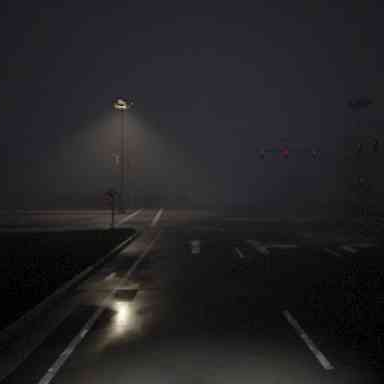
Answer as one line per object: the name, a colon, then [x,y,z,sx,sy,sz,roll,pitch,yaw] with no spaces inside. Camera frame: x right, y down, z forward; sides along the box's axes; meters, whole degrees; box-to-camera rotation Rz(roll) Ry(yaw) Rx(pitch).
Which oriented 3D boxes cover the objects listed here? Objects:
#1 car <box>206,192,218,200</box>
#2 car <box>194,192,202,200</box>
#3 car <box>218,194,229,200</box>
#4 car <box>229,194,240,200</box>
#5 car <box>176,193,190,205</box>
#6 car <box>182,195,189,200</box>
car: [5.280,1.388,93.534,2.097,1.767,4.553,0,0,0]
car: [1.778,1.510,93.161,1.882,1.535,5.008,0,0,0]
car: [8.783,1.390,94.320,2.097,1.767,4.553,0,0,0]
car: [12.280,1.511,93.536,1.882,1.535,5.008,0,0,0]
car: [-1.847,1.247,61.759,2.150,2.045,5.566,0,0,0]
car: [-1.720,1.629,93.622,1.895,1.301,4.718,0,0,0]
